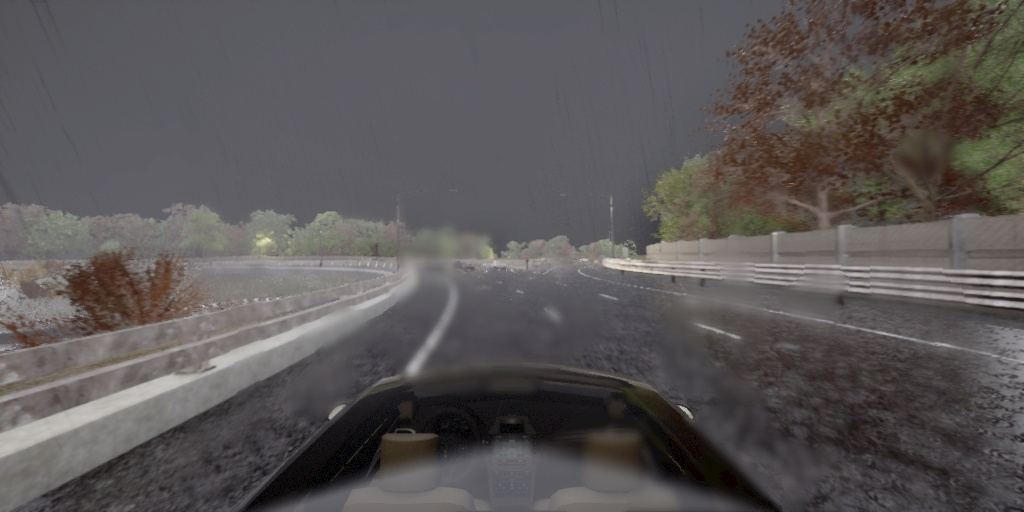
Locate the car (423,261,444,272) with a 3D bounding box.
[{"bbox_3d":[-10.593,1.339,48.644,1.812,1.442,4.674,-1,0,-26],"label":"car"}]

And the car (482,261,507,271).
[{"bbox_3d":[-2.437,1.257,47.709,1.895,1.301,4.718,-1,0,-24],"label":"car"}]

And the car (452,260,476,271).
[{"bbox_3d":[-6.558,1.282,48.498,2.033,1.411,5.357,-1,0,-26],"label":"car"}]
